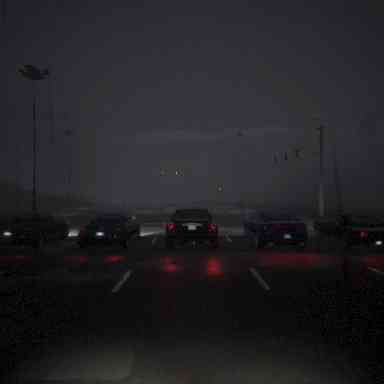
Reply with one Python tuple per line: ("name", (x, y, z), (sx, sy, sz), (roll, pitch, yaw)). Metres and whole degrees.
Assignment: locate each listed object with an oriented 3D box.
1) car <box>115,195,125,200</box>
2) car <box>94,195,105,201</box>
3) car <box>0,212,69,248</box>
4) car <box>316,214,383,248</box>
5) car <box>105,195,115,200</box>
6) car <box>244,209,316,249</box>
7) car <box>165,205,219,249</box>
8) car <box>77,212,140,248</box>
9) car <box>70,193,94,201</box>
("car", (-21.577, 1.516, 92.168), (4.902, 1.511, 2.128), (0, 0, 39))
("car", (-25.759, 1.505, 86.531), (5.357, 1.411, 2.033), (0, 0, 39))
("car", (-7.000, 1.569, 14.650), (1.994, 1.385, 4.181), (0, 0, 0))
("car", (7.000, 1.614, 14.680), (1.895, 1.301, 4.718), (0, 0, 0))
("car", (-23.551, 1.468, 89.254), (5.008, 1.535, 1.882), (0, 0, 39))
("car", (3.500, 1.482, 14.650), (1.882, 1.535, 5.008), (0, 0, 0))
("car", (0.000, 1.363, 14.620), (2.097, 1.767, 4.553), (0, 0, 0))
("car", (-3.500, 1.569, 14.650), (1.994, 1.385, 4.181), (0, 0, 0))
("car", (-27.957, 1.195, 83.811), (5.566, 2.045, 2.150), (0, 0, 39))
